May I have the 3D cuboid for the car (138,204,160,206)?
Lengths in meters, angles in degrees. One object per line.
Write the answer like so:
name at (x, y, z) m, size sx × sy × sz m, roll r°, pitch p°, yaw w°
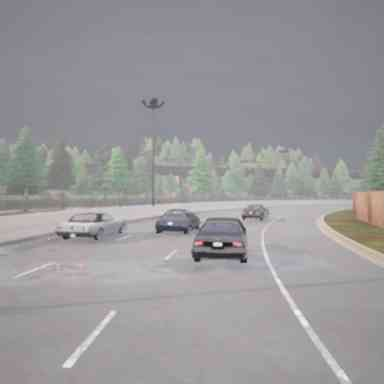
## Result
car at (-5.541, 1.876, 47.978) m, size 1.837 × 1.490 × 4.892 m, roll 0°, pitch 0°, yaw 28°

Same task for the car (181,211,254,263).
car at (1.170, 1.659, 12.556) m, size 2.033 × 1.411 × 5.357 m, roll 0°, pitch 0°, yaw 9°

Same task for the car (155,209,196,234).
car at (-0.772, 1.732, 20.438) m, size 1.994 × 1.385 × 4.181 m, roll 0°, pitch 0°, yaw 13°

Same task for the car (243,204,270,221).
car at (5.867, 1.833, 30.439) m, size 2.033 × 1.411 × 5.357 m, roll 0°, pitch -1°, yaw 21°

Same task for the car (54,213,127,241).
car at (-5.042, 1.721, 17.425) m, size 1.895 × 1.301 × 4.718 m, roll 0°, pitch 0°, yaw 11°
